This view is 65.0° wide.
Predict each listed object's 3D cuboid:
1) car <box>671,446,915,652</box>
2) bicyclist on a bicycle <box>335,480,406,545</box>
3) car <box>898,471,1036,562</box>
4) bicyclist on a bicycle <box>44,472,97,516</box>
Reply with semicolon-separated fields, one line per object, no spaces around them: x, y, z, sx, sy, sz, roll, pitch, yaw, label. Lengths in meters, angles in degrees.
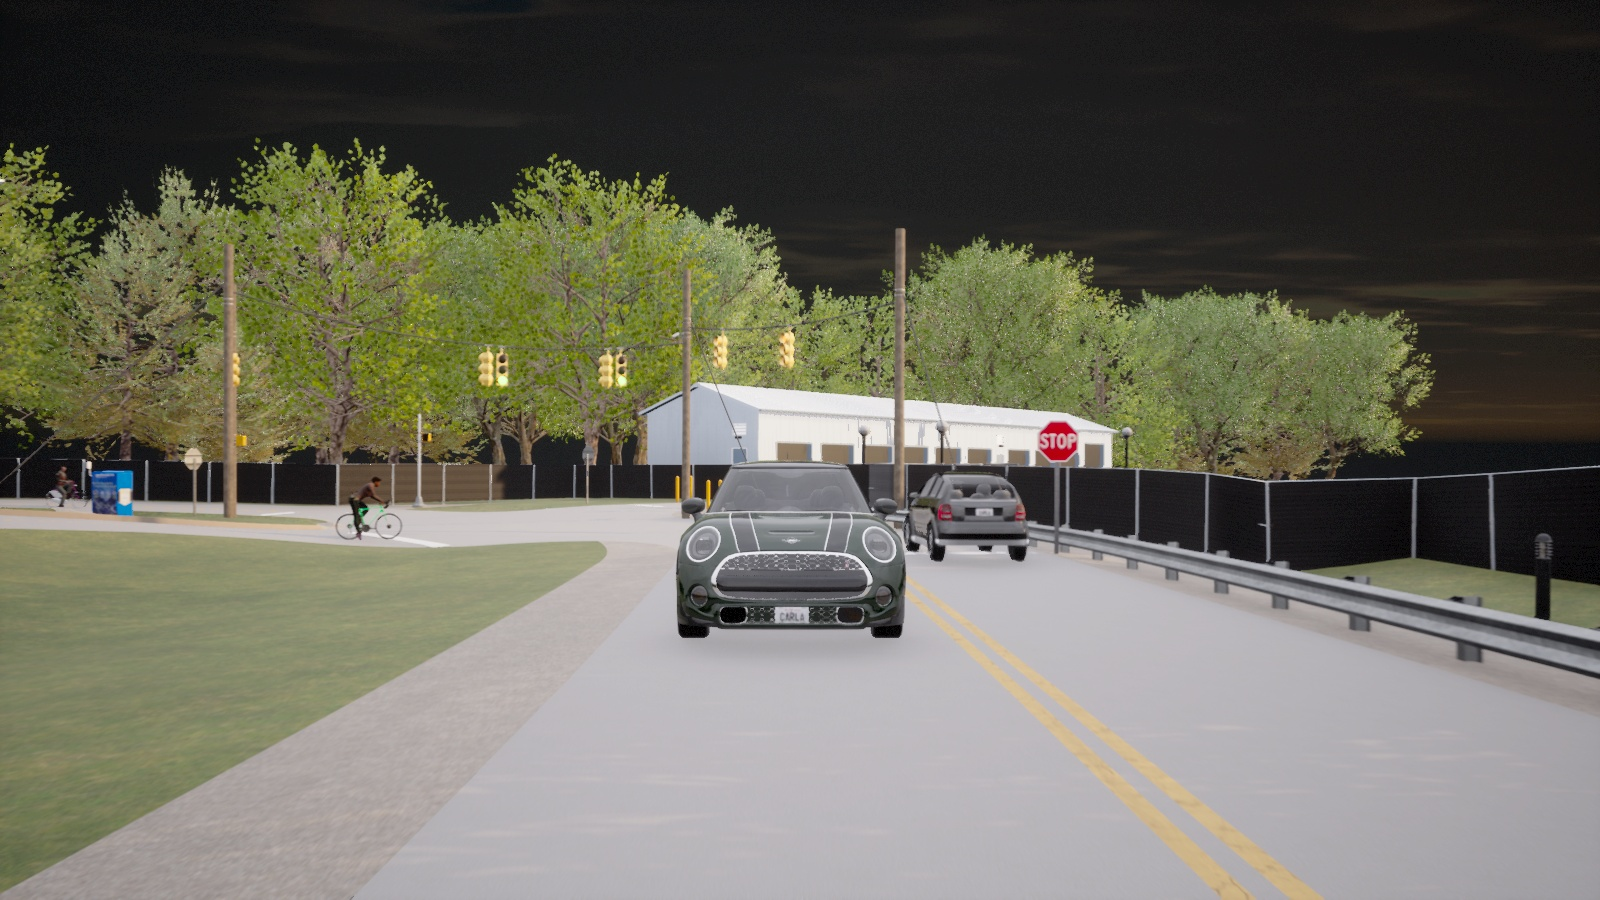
-0.108;0.890;13.107;2.097;1.767;4.553;0;-1;-1;car
-11.109;1.597;32.483;1.656;1.620;0.582;1;1;-26;bicyclist on a bicycle
2.990;1.165;23.280;1.789;1.549;3.705;0;-1;-5;car
-30.220;1.798;52.002;1.843;1.776;0.659;0;1;6;bicyclist on a bicycle
